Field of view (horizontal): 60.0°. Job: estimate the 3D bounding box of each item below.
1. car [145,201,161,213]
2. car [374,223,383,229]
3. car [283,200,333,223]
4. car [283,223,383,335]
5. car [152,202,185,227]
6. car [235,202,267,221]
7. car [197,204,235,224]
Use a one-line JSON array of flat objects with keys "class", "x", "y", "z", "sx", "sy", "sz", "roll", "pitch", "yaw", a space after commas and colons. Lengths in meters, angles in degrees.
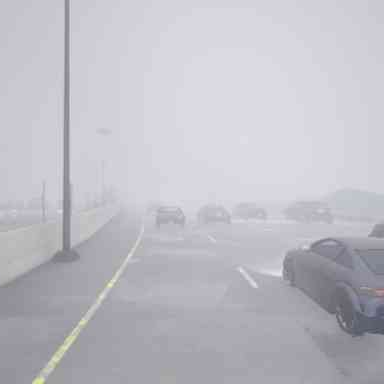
[{"class": "car", "x": -4.360, "y": 1.688, "z": 38.822, "sx": 1.895, "sy": 1.301, "sz": 4.718, "roll": 0, "pitch": 0, "yaw": -13}, {"class": "car", "x": 6.790, "y": 1.251, "z": 8.293, "sx": 2.150, "sy": 2.045, "sz": 5.566, "roll": 0, "pitch": 0, "yaw": -3}, {"class": "car", "x": 8.689, "y": 1.425, "z": 25.305, "sx": 2.097, "sy": 1.767, "sz": 4.553, "roll": 0, "pitch": 0, "yaw": -8}, {"class": "car", "x": 3.327, "y": 1.586, "z": 6.767, "sx": 1.994, "sy": 1.385, "sz": 4.181, "roll": 0, "pitch": 0, "yaw": -2}, {"class": "car", "x": -1.631, "y": 1.655, "z": 23.469, "sx": 1.895, "sy": 1.301, "sz": 4.718, "roll": 0, "pitch": 0, "yaw": -7}, {"class": "car", "x": 4.789, "y": 1.599, "z": 27.808, "sx": 1.812, "sy": 1.442, "sz": 4.674, "roll": 0, "pitch": 0, "yaw": -8}, {"class": "car", "x": 1.597, "y": 1.628, "z": 25.485, "sx": 1.994, "sy": 1.385, "sz": 4.181, "roll": 0, "pitch": 0, "yaw": -8}]
